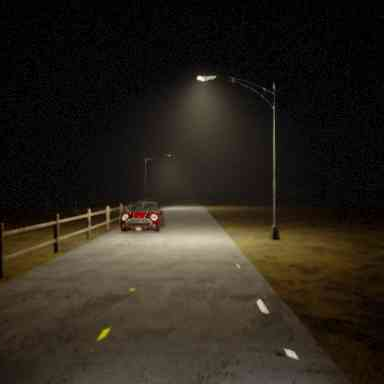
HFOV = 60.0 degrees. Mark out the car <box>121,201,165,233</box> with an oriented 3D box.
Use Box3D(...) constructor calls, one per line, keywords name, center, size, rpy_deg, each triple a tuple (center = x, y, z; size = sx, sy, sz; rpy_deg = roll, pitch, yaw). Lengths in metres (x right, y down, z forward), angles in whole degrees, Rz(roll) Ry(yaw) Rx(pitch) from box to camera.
Box3D(name="car", center=(-2.799, 1.356, 19.799), size=(2.097, 1.767, 4.553), rpy_deg=(0, 0, 1))
